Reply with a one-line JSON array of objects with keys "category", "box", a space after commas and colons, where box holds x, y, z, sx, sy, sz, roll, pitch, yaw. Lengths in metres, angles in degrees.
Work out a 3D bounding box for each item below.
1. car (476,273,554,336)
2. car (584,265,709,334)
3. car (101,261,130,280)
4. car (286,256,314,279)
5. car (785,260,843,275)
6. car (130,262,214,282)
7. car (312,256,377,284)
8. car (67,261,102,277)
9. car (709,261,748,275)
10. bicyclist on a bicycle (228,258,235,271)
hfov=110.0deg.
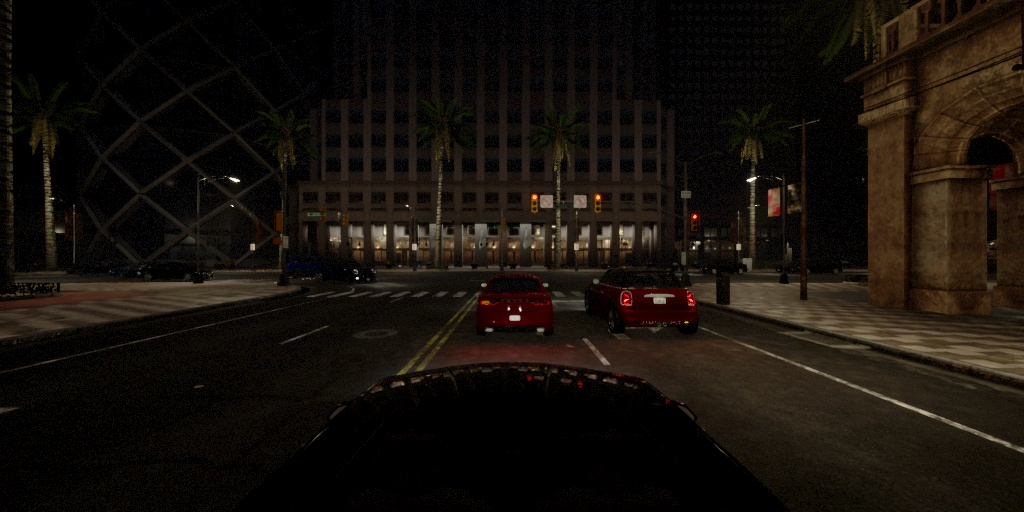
[{"category": "car", "box": [0.080, 1.228, 10.455, 1.882, 1.535, 5.008, 0, 0, 0]}, {"category": "car", "box": [3.582, 1.102, 10.796, 2.097, 1.767, 4.553, 0, 0, 0]}, {"category": "car", "box": [-31.651, 1.297, 31.466, 5.357, 1.411, 2.033, 0, 0, -13]}, {"category": "car", "box": [-17.158, 0.973, 32.243, 5.566, 2.045, 2.150, 0, 0, -1]}, {"category": "car", "box": [33.279, 1.228, 39.347, 5.008, 1.535, 1.882, 0, 0, 0]}, {"category": "car", "box": [-26.609, 1.254, 28.482, 4.892, 1.490, 1.837, 0, 0, -5]}, {"category": "car", "box": [-12.253, 1.102, 26.646, 4.553, 1.767, 2.097, 0, 0, 27]}, {"category": "car", "box": [-41.022, 1.241, 36.052, 4.902, 1.511, 2.128, 0, 0, -22]}, {"category": "car", "box": [23.171, 1.255, 39.380, 4.892, 1.490, 1.837, 0, 0, 0]}, {"category": "bicyclist on a bicycle", "box": [-35.748, 1.050, 45.712, 0.582, 1.620, 1.656, 0, 0, -12]}]
